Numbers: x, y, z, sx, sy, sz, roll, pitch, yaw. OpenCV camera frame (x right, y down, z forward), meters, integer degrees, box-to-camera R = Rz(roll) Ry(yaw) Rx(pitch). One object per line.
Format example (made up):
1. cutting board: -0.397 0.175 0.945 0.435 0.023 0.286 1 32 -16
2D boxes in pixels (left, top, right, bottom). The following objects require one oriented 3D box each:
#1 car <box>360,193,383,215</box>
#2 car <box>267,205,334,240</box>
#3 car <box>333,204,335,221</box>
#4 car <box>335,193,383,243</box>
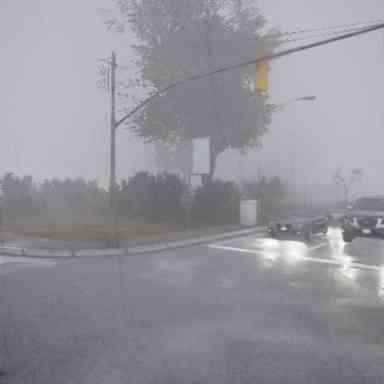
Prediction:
1. car: 19.109 1.149 34.320 2.150 2.045 5.566 0 0 38
2. car: 5.518 1.538 17.100 1.994 1.385 4.181 0 0 39
3. car: 11.085 1.461 24.067 2.128 1.511 4.902 0 0 38
4. car: 8.683 1.213 15.446 2.150 2.045 5.566 0 0 39
